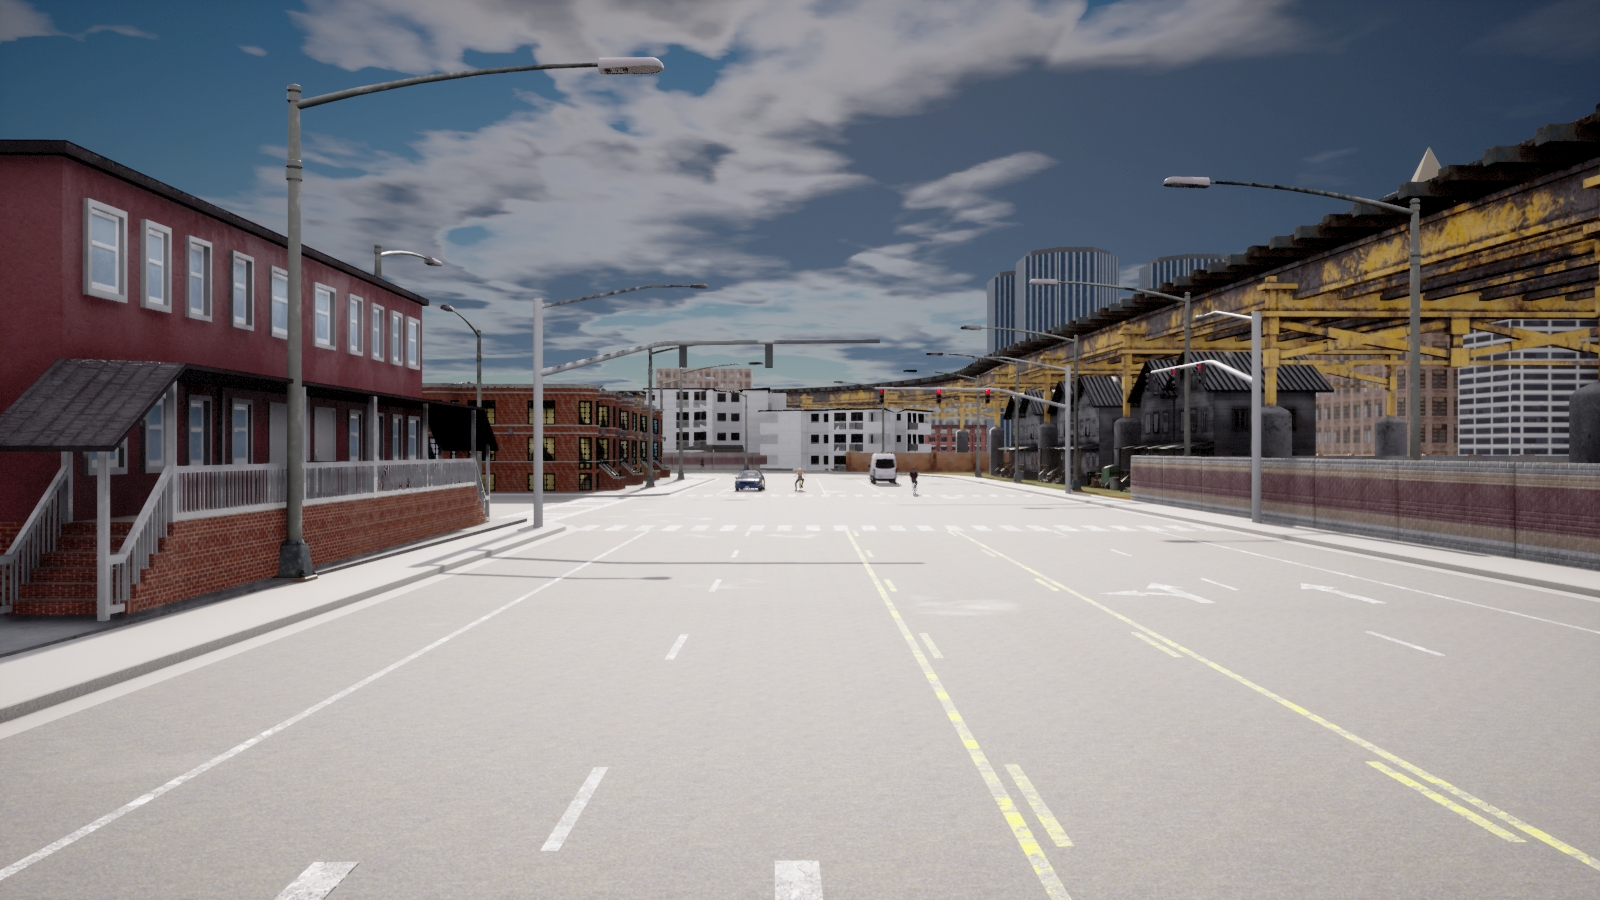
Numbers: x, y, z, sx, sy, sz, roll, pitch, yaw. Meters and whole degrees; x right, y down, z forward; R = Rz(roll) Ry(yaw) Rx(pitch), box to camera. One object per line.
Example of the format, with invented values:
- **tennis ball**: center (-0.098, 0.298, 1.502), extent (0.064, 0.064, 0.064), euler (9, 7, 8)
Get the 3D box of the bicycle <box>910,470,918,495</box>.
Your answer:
- **bicycle**: center (7.300, 2.074, 73.000), extent (0.329, 1.496, 1.835), euler (0, 0, 12)
